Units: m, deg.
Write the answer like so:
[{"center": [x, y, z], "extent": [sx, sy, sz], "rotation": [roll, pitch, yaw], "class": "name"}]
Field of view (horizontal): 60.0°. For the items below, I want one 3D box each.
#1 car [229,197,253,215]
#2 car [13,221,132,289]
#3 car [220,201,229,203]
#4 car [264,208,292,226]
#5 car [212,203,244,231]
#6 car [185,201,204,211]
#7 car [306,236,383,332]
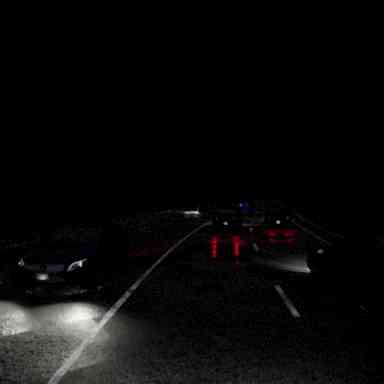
[{"center": [6.143, 1.619, 40.347], "extent": [2.150, 2.045, 5.566], "rotation": [0, -1, 13], "class": "car"}, {"center": [-3.043, 1.604, 9.557], "extent": [1.812, 1.442, 4.674], "rotation": [0, -1, 5], "class": "car"}, {"center": [5.279, 2.049, 52.346], "extent": [2.033, 1.411, 5.357], "rotation": [0, -1, 14], "class": "car"}, {"center": [6.533, 1.867, 25.772], "extent": [1.895, 1.301, 4.718], "rotation": [0, -1, 11], "class": "car"}, {"center": [2.391, 1.743, 22.352], "extent": [1.812, 1.442, 4.674], "rotation": [0, 0, 9], "class": "car"}, {"center": [0.467, 1.982, 47.551], "extent": [2.033, 1.411, 5.357], "rotation": [0, -1, 14], "class": "car"}, {"center": [3.929, 1.626, 6.863], "extent": [2.033, 1.411, 5.357], "rotation": [0, -1, 4], "class": "car"}]
